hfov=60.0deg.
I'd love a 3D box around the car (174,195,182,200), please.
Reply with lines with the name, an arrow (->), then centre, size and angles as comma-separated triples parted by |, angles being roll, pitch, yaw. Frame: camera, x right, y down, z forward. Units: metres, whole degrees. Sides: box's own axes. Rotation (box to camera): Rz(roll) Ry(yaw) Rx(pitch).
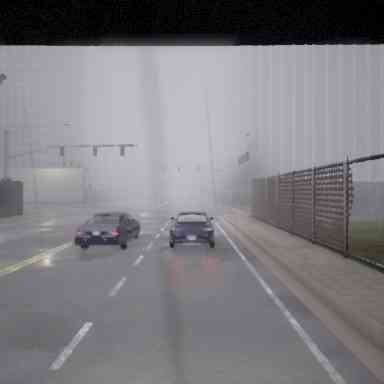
car -> -3.500, 1.396, 84.237 | 2.033, 1.411, 5.357 | 0, 0, 0

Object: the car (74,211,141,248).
car -> -3.500, 1.561, 14.650 | 2.033, 1.411, 5.357 | 0, 0, 0

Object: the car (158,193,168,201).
car -> -7.000, 1.424, 80.826 | 1.882, 1.535, 5.008 | 0, 0, 0

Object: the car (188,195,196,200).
car -> 0.000, 1.396, 84.237 | 2.033, 1.411, 5.357 | 0, 0, 0

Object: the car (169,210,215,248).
car -> 0.000, 1.531, 14.650 | 1.812, 1.442, 4.674 | 0, 0, 0

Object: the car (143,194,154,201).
car -> -10.500, 1.301, 80.854 | 2.097, 1.767, 4.553 | 0, 0, 0
